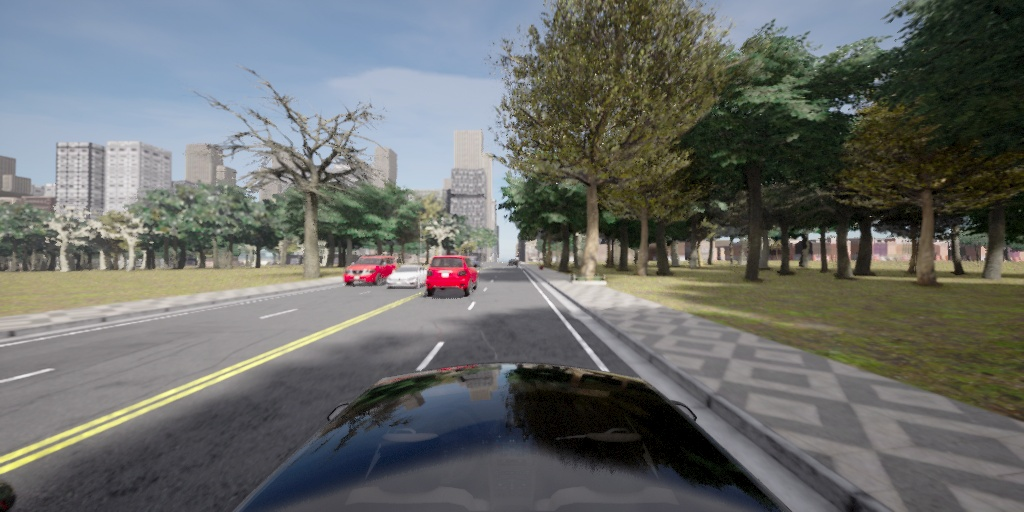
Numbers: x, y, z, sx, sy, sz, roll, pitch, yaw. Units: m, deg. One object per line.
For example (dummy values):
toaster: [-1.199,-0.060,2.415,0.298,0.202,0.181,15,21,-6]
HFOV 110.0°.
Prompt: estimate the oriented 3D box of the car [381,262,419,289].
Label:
car: [-6.590,1.309,23.259,1.812,1.442,4.674,0,0,0]

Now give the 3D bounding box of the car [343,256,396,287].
car: [-9.840,1.011,25.507,2.150,2.045,5.566,0,0,0]

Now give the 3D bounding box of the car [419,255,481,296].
car: [-3.144,0.996,19.577,2.150,2.045,5.566,0,0,0]

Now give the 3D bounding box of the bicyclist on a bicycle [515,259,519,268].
bicyclist on a bicycle: [0.914,1.406,63.330,0.582,1.620,1.656,0,-1,0]
